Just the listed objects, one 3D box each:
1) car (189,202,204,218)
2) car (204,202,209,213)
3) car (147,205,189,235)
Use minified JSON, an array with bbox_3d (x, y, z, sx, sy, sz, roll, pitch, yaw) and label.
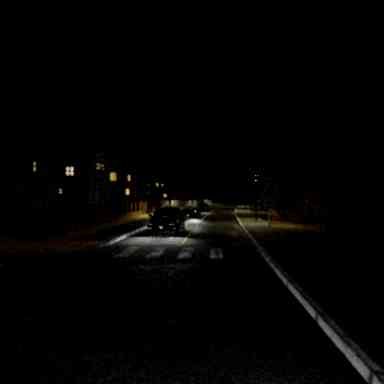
[{"bbox_3d":[-0.150,1.995,34.602,1.895,1.301,4.718,0,-1,6],"label":"car"},{"bbox_3d":[1.398,2.134,47.133,2.033,1.411,5.357,0,-1,8],"label":"car"},{"bbox_3d":[-1.486,1.715,20.559,1.837,1.490,4.892,0,-1,5],"label":"car"}]
